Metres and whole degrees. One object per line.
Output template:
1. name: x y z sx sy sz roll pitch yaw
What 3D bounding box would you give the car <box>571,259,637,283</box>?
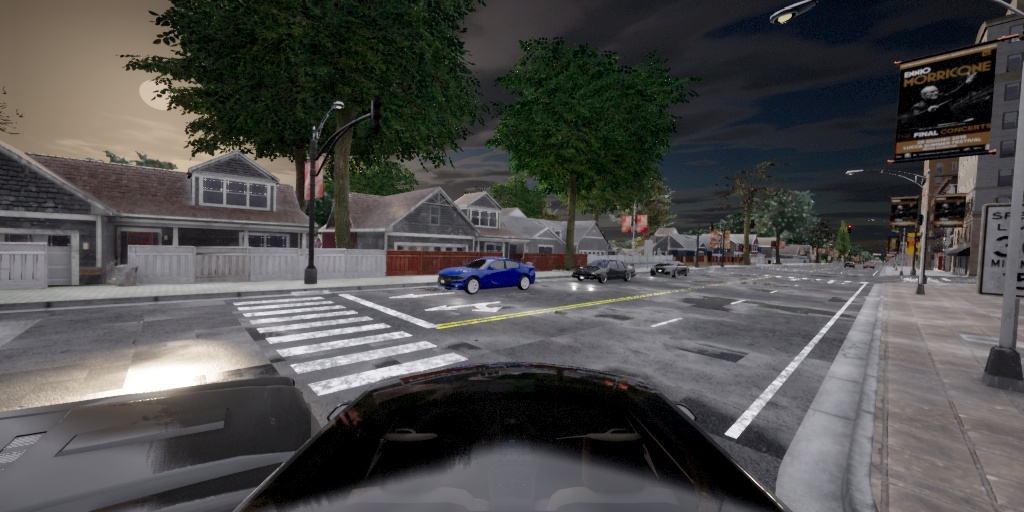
1. car: 6.152 0.934 23.411 5.357 1.411 2.033 1 2 -44

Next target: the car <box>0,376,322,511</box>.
1. car: -3.315 1.281 1.351 4.718 1.301 1.895 1 2 -34

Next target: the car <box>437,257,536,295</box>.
1. car: -1.047 0.797 16.525 5.008 1.535 1.882 0 2 -44

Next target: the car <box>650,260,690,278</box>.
1. car: 13.383 1.021 30.298 4.181 1.385 1.994 1 2 -44
